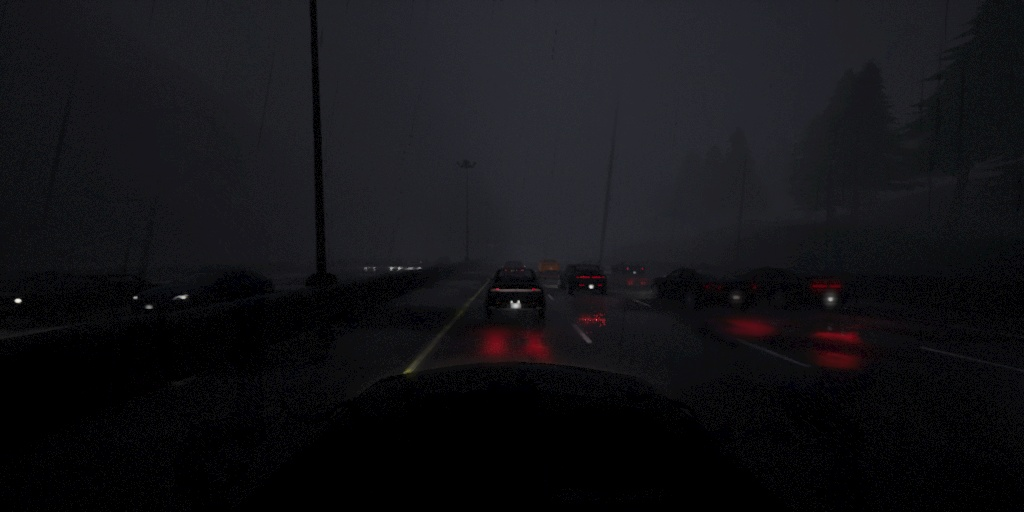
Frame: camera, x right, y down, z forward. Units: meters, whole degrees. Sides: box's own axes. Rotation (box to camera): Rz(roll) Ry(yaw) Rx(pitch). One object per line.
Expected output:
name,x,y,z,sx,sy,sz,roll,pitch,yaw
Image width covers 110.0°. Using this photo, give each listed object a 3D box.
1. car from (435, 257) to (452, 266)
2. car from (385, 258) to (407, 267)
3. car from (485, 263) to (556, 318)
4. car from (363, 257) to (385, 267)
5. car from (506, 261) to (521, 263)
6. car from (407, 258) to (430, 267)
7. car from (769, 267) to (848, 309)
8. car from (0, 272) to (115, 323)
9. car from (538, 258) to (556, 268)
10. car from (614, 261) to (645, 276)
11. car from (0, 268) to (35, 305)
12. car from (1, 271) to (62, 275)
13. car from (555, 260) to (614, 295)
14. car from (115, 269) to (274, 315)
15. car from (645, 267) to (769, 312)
car,-10.478,0.871,55.036,1.837,1.490,4.892,0,1,1
car,-17.473,0.927,55.402,1.994,1.385,4.181,0,0,1
car,0.112,1.166,12.565,2.128,1.511,4.902,0,1,0
car,-20.964,0.911,55.269,2.033,1.411,5.357,0,0,1
car,0.141,1.095,30.051,2.033,1.411,5.357,0,0,0
car,-13.975,0.969,54.838,1.895,1.301,4.718,0,0,1
car,10.616,1.166,14.358,1.837,1.490,4.892,0,0,0
car,-14.087,1.276,11.844,1.895,1.301,4.718,0,0,0
car,3.652,0.983,35.969,1.882,1.535,5.008,0,0,0
car,10.648,1.126,33.318,1.895,1.301,4.718,0,0,0
car,-21.083,1.230,12.996,1.994,1.385,4.181,0,0,0
car,-17.583,1.230,13.023,1.994,1.385,4.181,0,0,0
car,3.624,1.133,18.806,1.837,1.490,4.892,0,0,0
car,-10.584,1.195,12.780,1.812,1.442,4.674,0,0,0
car,7.115,1.142,13.836,1.882,1.535,5.008,0,0,0
